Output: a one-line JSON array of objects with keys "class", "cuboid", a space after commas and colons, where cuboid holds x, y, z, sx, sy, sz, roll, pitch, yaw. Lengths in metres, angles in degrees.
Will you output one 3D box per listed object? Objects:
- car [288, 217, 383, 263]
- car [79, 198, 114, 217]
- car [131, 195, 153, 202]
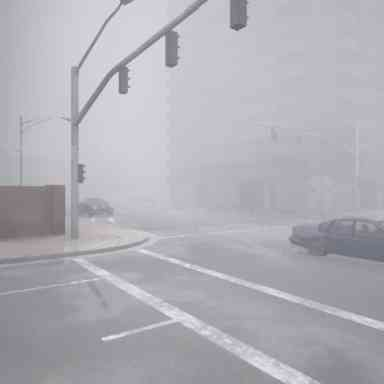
[{"class": "car", "cuboid": [5.780, 1.551, 10.862, 2.033, 1.411, 5.357, 0, 0, -36]}, {"class": "car", "cuboid": [-9.074, 1.350, 31.405, 2.097, 1.767, 4.553, 0, 0, -36]}, {"class": "car", "cuboid": [-11.124, 1.480, 74.166, 4.902, 1.511, 2.128, 0, 0, -36]}]
